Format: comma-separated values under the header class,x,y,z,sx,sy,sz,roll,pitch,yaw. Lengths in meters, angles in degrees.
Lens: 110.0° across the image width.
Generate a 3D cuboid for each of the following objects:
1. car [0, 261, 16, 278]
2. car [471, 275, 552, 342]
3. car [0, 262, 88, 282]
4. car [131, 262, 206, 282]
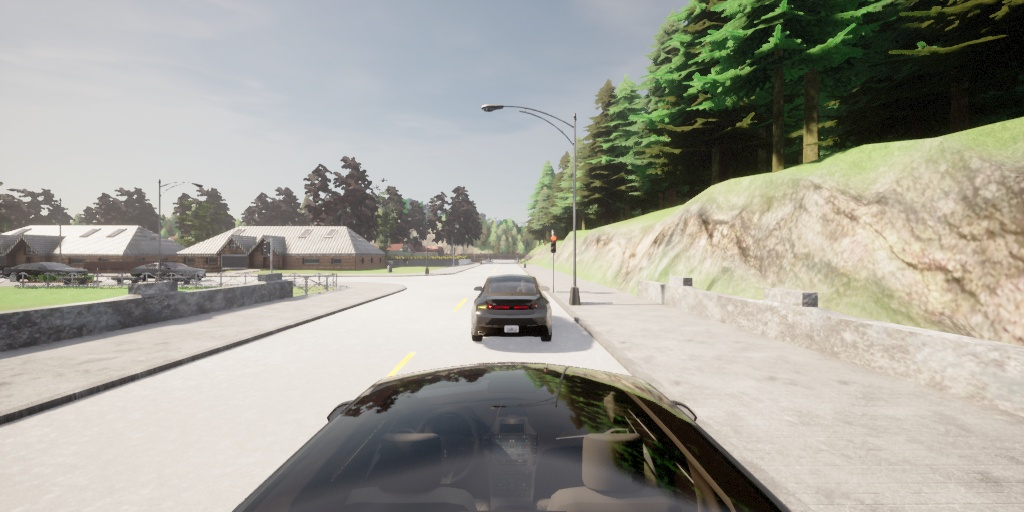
class,x,y,z,sx,sy,sz,roll,pitch,yaw
car,-48.132,1.228,32.056,5.008,1.535,1.882,0,0,0
car,-0.009,1.255,9.801,1.837,1.490,4.892,0,0,0
car,-36.265,1.228,28.020,5.008,1.535,1.882,0,0,0
car,-26.809,1.242,28.097,4.902,1.511,2.128,0,0,0
